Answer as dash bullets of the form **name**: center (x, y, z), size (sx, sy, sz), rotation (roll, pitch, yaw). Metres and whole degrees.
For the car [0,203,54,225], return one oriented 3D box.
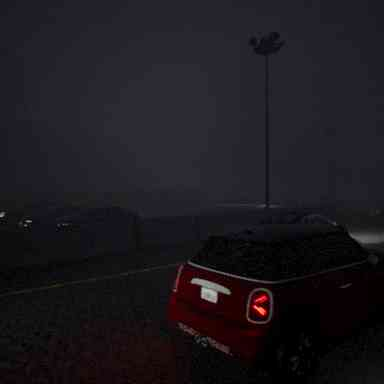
- **car**: center (-13.405, 1.604, 24.772), size (5.357, 1.411, 2.033), rotation (0, 0, -40)

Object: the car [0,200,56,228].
- **car**: center (-10.845, 1.396, 22.503), size (4.553, 1.767, 2.097), rotation (0, 0, -41)

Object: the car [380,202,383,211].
- **car**: center (18.316, 1.467, 30.434), size (1.895, 1.301, 4.718), rotation (0, 0, 30)

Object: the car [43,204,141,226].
- **car**: center (-5.139, 1.519, 18.189), size (4.892, 1.490, 1.837), rotation (0, 1, -42)

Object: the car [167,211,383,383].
- **car**: center (1.883, 1.337, 5.619), size (4.553, 1.767, 2.097), rotation (0, 0, -39)

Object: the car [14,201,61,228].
- **car**: center (-7.866, 1.533, 20.438), size (4.892, 1.490, 1.837), rotation (0, 1, -42)

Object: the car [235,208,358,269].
- **car**: center (3.977, 1.459, 12.115), size (4.902, 1.511, 2.128), rotation (0, 0, -43)

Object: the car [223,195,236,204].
- **car**: center (6.798, 1.409, 60.219), size (1.837, 1.490, 4.892), rotation (0, 0, 10)

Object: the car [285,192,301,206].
- **car**: center (15.867, 1.081, 52.519), size (2.150, 2.045, 5.566), rotation (0, 0, 15)

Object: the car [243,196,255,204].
- **car**: center (10.359, 1.448, 60.226), size (1.994, 1.385, 4.181), rotation (0, 0, 10)

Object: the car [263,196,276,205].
- **car**: center (13.224, 1.362, 56.731), size (2.128, 1.511, 4.902), rotation (0, 0, 12)
